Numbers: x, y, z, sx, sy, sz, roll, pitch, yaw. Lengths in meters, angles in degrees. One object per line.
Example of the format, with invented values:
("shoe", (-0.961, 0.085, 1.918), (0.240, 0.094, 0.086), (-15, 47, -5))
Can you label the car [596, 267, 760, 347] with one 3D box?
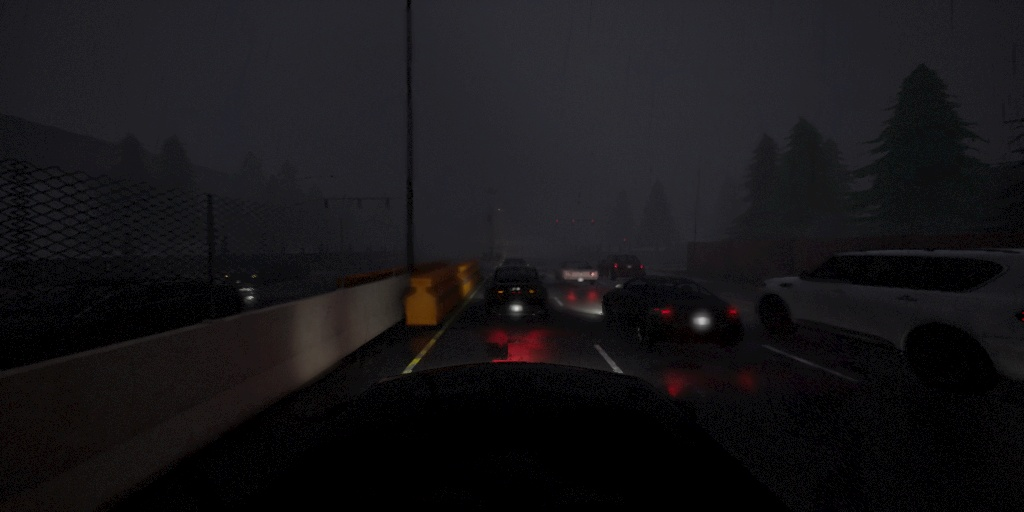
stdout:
("car", (3.619, 1.162, 8.828), (1.994, 1.385, 4.181), (0, 1, 0))

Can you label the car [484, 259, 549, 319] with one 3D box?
("car", (0.131, 1.042, 11.729), (1.837, 1.490, 4.892), (0, 2, 0))

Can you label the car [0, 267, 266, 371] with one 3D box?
("car", (-7.078, 1.144, 6.200), (2.128, 1.511, 4.902), (0, 1, 0))

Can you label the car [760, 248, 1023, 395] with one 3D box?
("car", (7.115, 0.871, 6.574), (2.150, 2.045, 5.566), (0, 1, 0))

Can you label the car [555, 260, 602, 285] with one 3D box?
("car", (3.659, 0.933, 21.250), (1.895, 1.301, 4.718), (0, 1, 0))

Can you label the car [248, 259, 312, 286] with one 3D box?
("car", (-13.942, 0.904, 20.951), (2.033, 1.411, 5.357), (0, 1, 0))

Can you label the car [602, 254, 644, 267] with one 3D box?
("car", (7.167, 0.627, 24.012), (2.097, 1.767, 4.553), (0, 1, 0))
